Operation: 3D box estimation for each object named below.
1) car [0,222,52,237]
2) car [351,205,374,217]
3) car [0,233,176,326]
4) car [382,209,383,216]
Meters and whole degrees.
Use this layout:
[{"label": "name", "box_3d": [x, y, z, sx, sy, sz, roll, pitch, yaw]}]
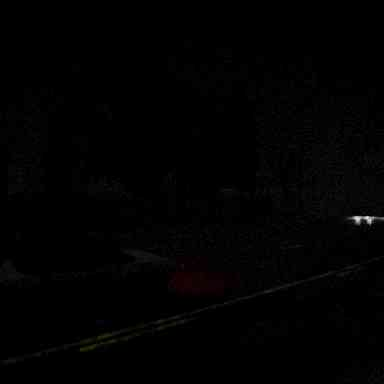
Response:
[{"label": "car", "box_3d": [-6.074, 1.533, 8.398, 4.892, 1.490, 1.837, 0, 0, -36]}, {"label": "car", "box_3d": [20.833, 2.294, 40.778, 1.994, 1.385, 4.181, 0, -1, 19]}, {"label": "car", "box_3d": [-2.732, 1.628, 6.470, 4.718, 1.301, 1.895, 0, 0, -37]}, {"label": "car", "box_3d": [24.201, 2.278, 39.856, 1.994, 1.385, 4.181, 0, -1, 18]}]
